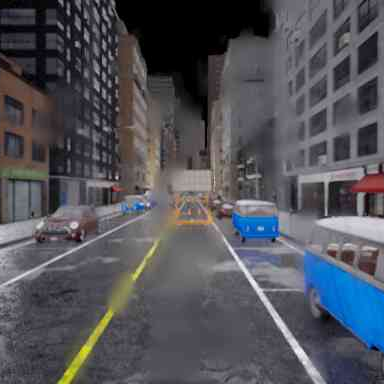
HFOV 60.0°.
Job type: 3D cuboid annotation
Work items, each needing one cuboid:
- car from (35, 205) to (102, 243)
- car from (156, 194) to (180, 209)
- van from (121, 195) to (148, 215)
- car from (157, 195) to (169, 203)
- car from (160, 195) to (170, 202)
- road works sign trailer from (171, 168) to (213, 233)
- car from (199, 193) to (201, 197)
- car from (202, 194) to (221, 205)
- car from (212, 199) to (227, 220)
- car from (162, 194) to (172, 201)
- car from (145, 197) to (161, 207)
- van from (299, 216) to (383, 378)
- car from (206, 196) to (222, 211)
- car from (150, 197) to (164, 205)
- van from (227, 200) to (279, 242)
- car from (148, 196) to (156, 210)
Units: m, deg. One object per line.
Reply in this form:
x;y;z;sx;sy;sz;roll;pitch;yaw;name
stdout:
-5.668;1.394;15.663;1.967;1.590;4.097;0;0;0;car
-3.080;1.366;43.300;2.128;1.511;4.902;0;0;0;car
-5.668;1.246;32.167;1.690;1.788;3.998;0;0;0;van
-5.666;1.383;65.175;1.947;1.339;4.313;0;0;0;car
-5.666;1.385;70.676;1.802;1.307;4.206;0;0;0;car
0.001;0.407;19.337;2.380;3.560;2.880;0;0;0;road works sign trailer
2.859;1.368;65.174;2.008;1.369;4.403;0;0;0;car
2.858;1.190;43.168;2.192;1.841;5.009;0;0;0;car
2.858;1.503;26.665;1.802;1.307;4.206;0;0;0;car
-5.666;1.230;76.177;1.967;1.590;4.097;0;0;0;car
-5.667;1.425;48.671;1.947;1.339;4.313;0;0;0;car
2.856;1.327;4.659;1.690;1.788;3.998;0;0;0;van
2.859;1.472;37.667;1.802;1.307;4.206;0;0;0;car
-5.666;1.427;54.172;1.802;1.307;4.206;0;0;0;car
2.857;1.295;15.661;1.690;1.788;3.998;0;0;0;van
-5.667;1.440;37.668;2.008;1.369;4.403;0;0;0;car
